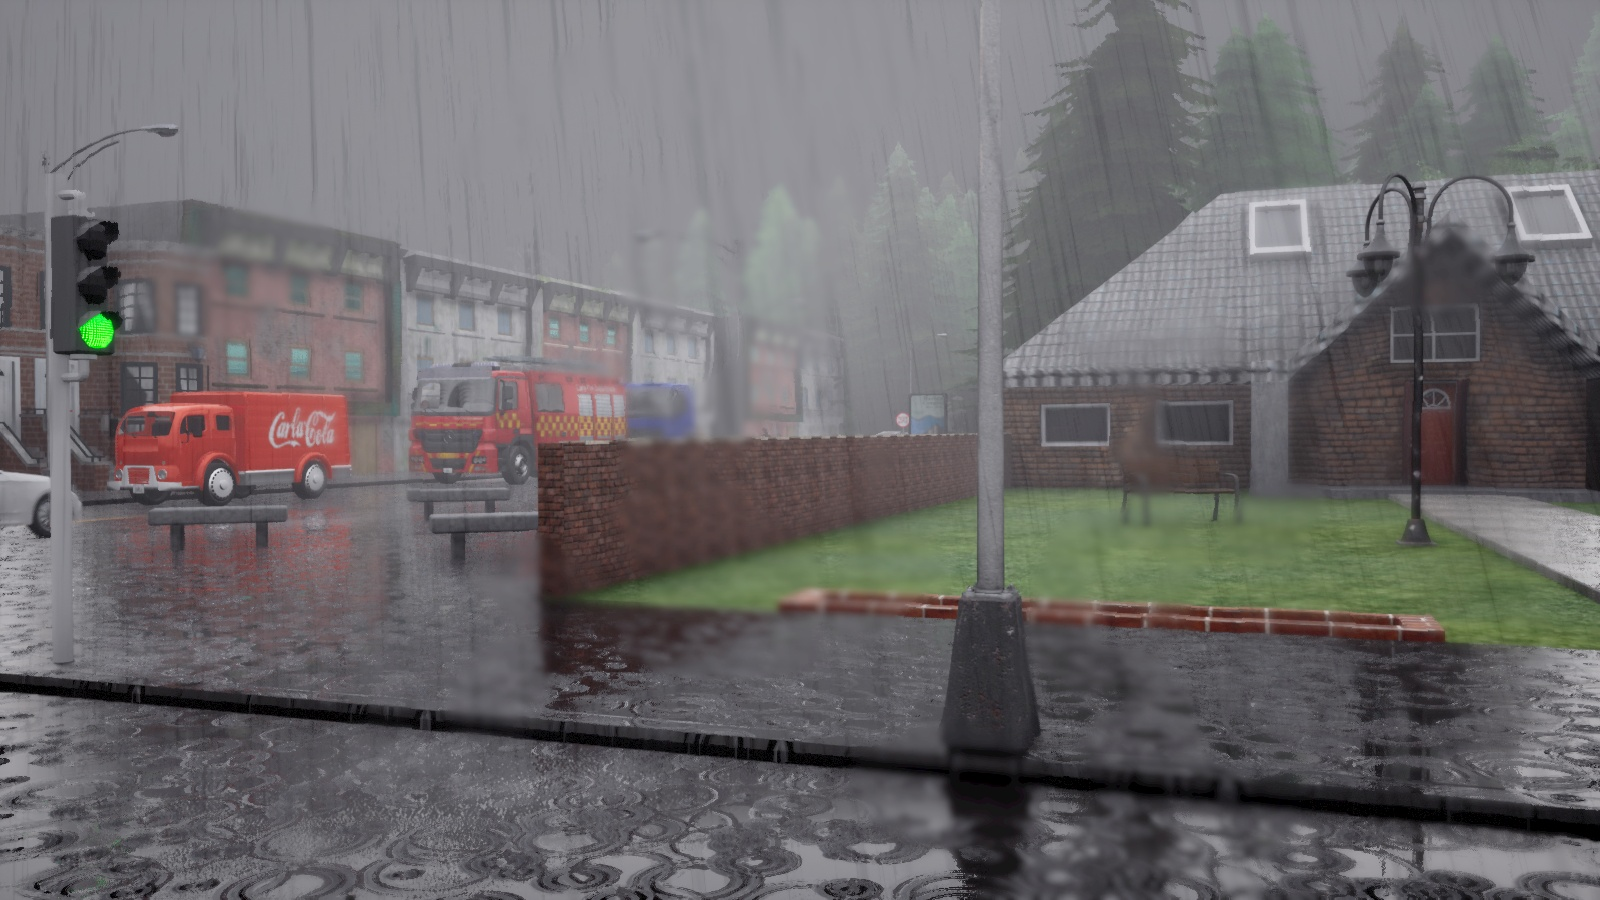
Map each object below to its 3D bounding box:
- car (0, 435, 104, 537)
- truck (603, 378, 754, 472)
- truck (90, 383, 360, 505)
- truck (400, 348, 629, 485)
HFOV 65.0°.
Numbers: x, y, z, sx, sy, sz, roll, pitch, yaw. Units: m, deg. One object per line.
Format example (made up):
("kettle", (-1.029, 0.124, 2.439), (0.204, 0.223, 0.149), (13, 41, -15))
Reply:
("car", (-12.419, 0.524, 17.594), (1.812, 1.442, 4.674), (0, 1, 18))
("truck", (-4.694, -0.980, 50.418), (2.891, 3.462, 7.936), (1, 1, 20))
("truck", (-12.732, -0.161, 28.262), (2.627, 2.467, 5.204), (1, 1, 20))
("truck", (-8.667, -1.003, 39.476), (2.891, 3.827, 8.468), (1, 1, 20))
